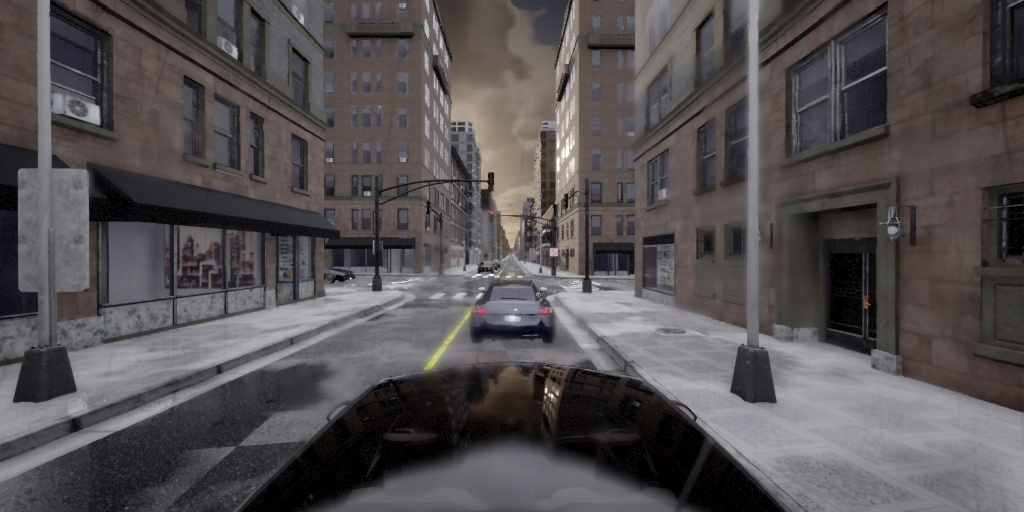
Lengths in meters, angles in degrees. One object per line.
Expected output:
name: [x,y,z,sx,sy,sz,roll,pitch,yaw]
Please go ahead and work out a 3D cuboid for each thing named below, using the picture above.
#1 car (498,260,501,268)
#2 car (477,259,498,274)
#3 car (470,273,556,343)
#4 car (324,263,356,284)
car: [-3.057,1.371,52.935,2.033,1.411,5.357,0,0,0]
car: [-3.063,1.309,43.112,1.837,1.490,4.892,0,0,0]
car: [0.017,1.315,9.668,1.994,1.385,4.181,0,0,0]
car: [-13.856,1.138,24.947,5.357,1.411,2.033,1,0,1]
